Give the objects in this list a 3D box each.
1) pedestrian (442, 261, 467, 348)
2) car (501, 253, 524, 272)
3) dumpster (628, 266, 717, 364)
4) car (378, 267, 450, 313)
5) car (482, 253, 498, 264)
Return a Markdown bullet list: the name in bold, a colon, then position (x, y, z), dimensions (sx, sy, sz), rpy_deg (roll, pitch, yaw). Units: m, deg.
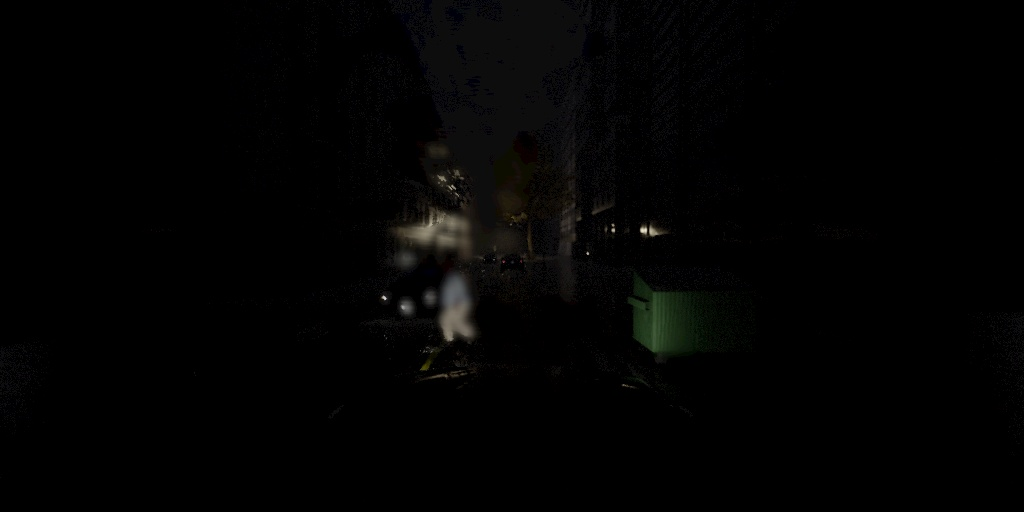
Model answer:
- **pedestrian**: position (-1.188, 0.951, 7.390), dimensions (0.375, 1.860, 0.375), rpy_deg (0, 1, -15)
- **car**: position (0.058, 0.544, 33.884), dimensions (2.097, 1.767, 4.553), rpy_deg (0, 1, 0)
- **dumpster**: position (3.131, 1.051, 7.420), dimensions (1.020, 1.700, 1.940), rpy_deg (0, 0, 0)
- **car**: position (-3.111, 1.103, 13.186), dimensions (2.033, 1.411, 5.357), rpy_deg (0, 1, 0)
- **car**: position (-3.139, 0.369, 51.932), dimensions (1.837, 1.490, 4.892), rpy_deg (0, 2, 0)
